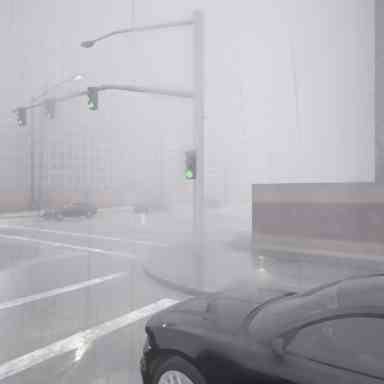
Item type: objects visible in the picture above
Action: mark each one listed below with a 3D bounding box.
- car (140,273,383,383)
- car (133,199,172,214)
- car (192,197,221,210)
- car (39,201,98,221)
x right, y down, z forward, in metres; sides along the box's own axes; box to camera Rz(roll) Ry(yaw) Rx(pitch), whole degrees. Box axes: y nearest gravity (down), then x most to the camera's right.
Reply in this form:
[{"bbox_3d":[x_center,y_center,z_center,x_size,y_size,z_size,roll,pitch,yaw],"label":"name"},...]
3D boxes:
[{"bbox_3d":[1.731,1.478,2.771,5.008,1.535,1.882,0,0,37],"label":"car"},{"bbox_3d":[-4.176,1.505,35.574,1.837,1.490,4.892,0,0,36],"label":"car"},{"bbox_3d":[1.994,1.478,44.029,1.882,1.535,5.008,0,0,36],"label":"car"},{"bbox_3d":[-10.105,1.491,27.436,2.128,1.511,4.902,0,0,34],"label":"car"}]
